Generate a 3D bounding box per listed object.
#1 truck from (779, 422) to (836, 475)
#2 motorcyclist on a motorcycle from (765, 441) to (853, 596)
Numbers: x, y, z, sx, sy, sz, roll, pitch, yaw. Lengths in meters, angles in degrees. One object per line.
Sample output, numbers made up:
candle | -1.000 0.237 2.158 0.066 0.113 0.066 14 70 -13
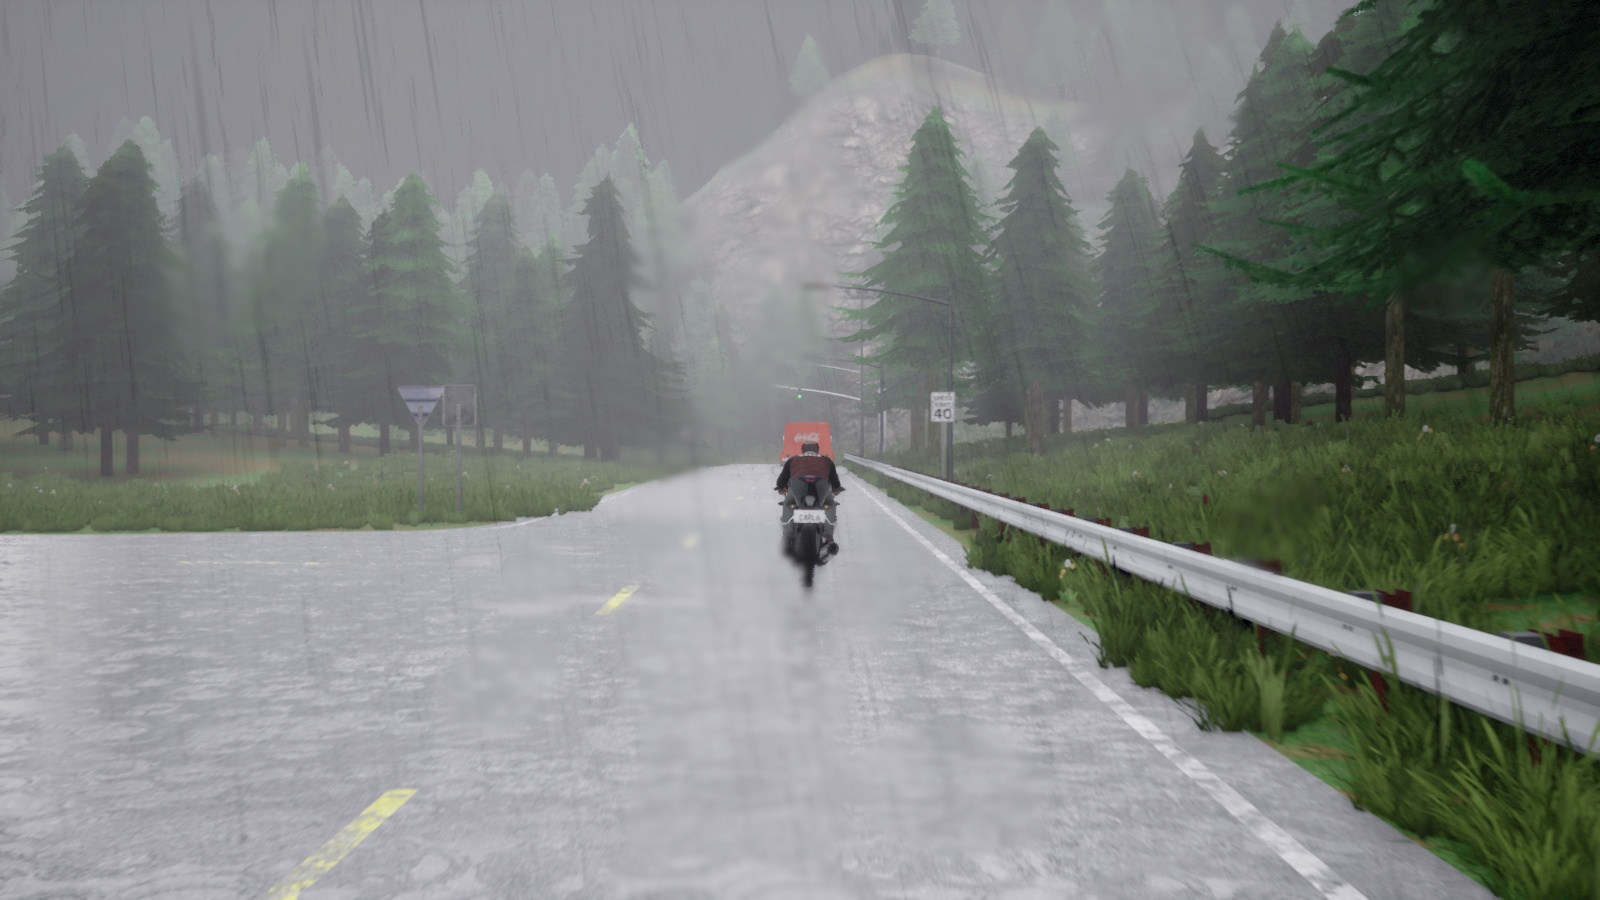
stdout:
truck | 0.363 -0.104 61.176 2.627 2.467 5.204 0 0 0
motorcyclist on a motorcycle | 0.095 0.677 13.643 0.866 1.530 2.191 1 1 0
